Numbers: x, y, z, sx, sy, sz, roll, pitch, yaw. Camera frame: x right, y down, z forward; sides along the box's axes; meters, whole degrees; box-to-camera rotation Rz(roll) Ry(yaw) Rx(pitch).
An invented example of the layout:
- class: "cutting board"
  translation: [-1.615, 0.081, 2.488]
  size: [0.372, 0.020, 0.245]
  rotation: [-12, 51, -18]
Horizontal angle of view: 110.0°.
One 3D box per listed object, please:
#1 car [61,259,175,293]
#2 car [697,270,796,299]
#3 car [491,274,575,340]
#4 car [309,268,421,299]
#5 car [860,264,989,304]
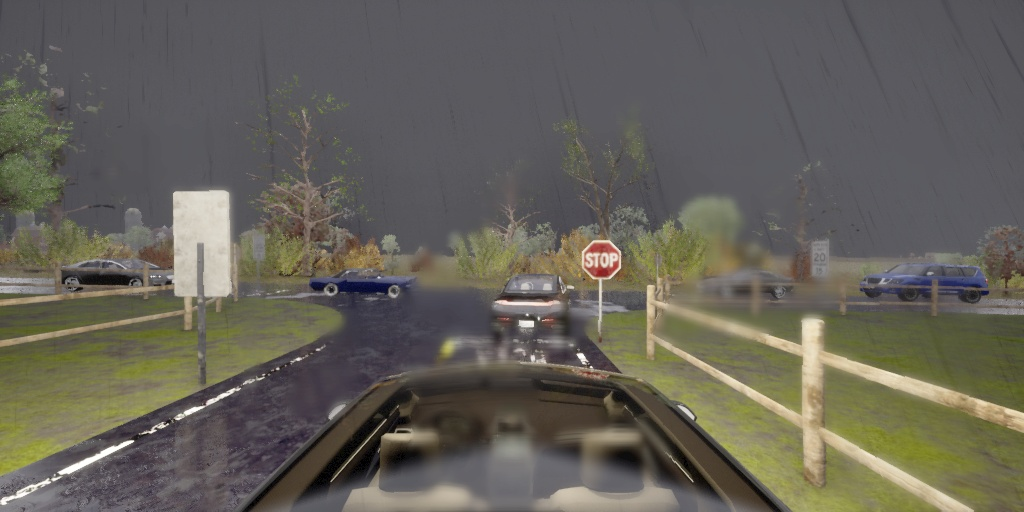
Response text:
- class: "car"
  translation: [-18.493, 0.885, 17.101]
  size: [4.902, 1.511, 2.128]
  rotation: [1, 1, 0]
- class: "car"
  translation: [13.000, 1.525, 20.017]
  size: [4.902, 1.511, 2.128]
  rotation: [1, 1, 0]
- class: "car"
  translation: [0.705, 1.240, 10.057]
  size: [2.128, 1.511, 4.902]
  rotation: [0, 0, 9]
- class: "car"
  translation: [-6.825, 1.248, 17.087]
  size: [4.718, 1.301, 1.895]
  rotation: [1, 1, 0]
- class: "car"
  translation: [22.896, 1.466, 20.008]
  size: [5.566, 2.045, 2.150]
  rotation: [1, 1, 0]
